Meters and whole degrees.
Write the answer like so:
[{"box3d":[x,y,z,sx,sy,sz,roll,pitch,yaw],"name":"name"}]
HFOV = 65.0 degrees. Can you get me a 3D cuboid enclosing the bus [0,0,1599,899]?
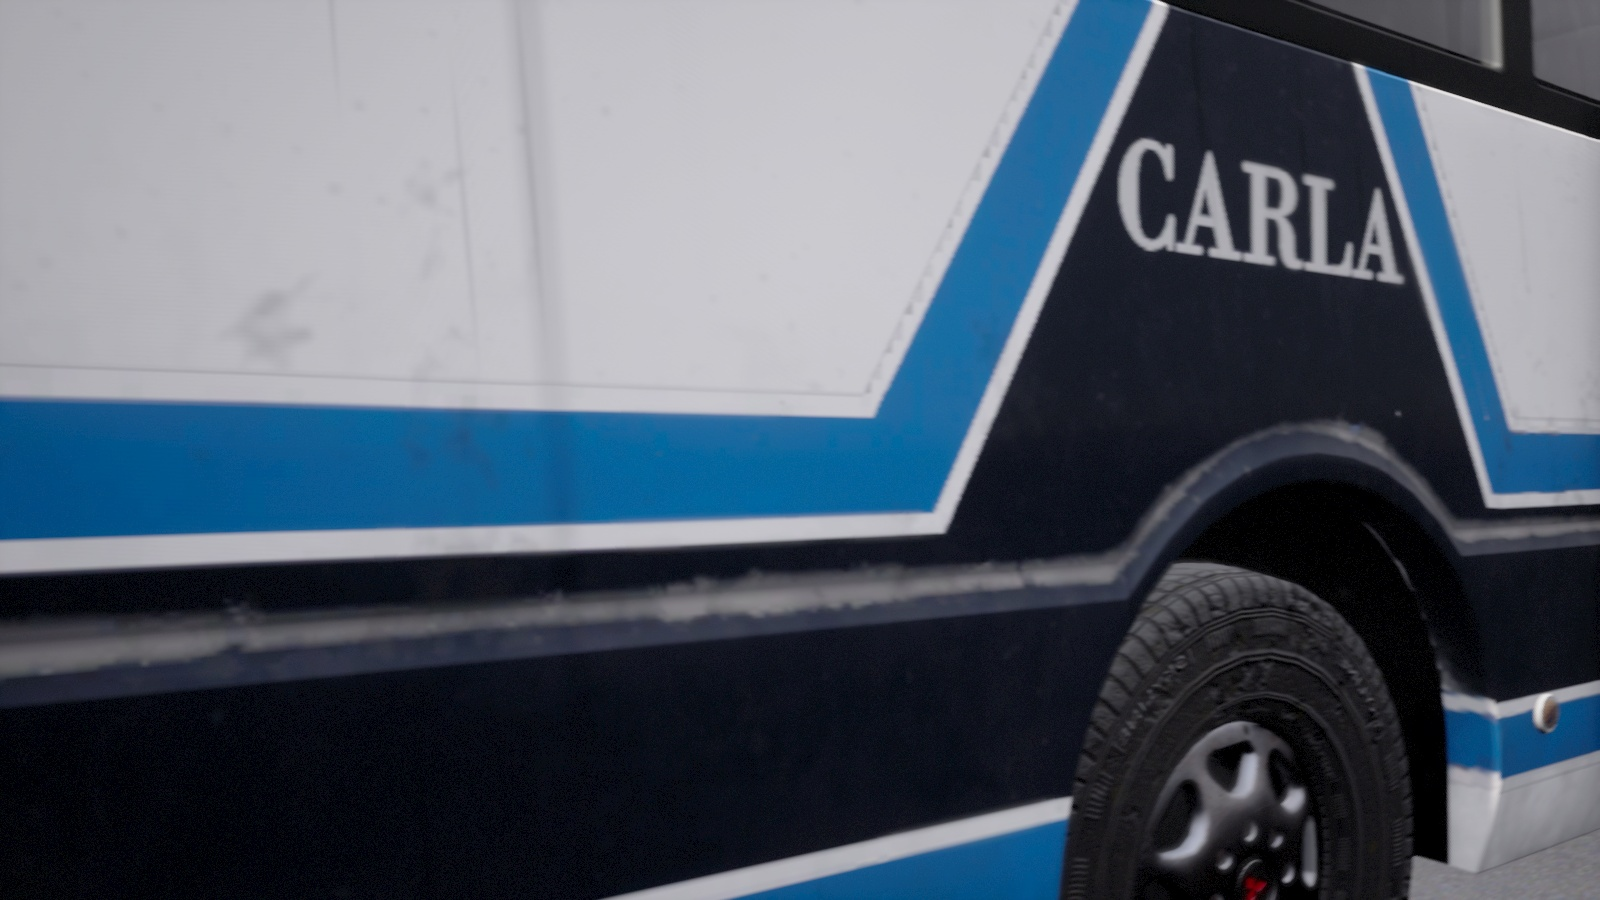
[{"box3d":[2.138,-0.623,5.152,10.273,4.253,3.944,0,0,-35],"name":"bus"}]
